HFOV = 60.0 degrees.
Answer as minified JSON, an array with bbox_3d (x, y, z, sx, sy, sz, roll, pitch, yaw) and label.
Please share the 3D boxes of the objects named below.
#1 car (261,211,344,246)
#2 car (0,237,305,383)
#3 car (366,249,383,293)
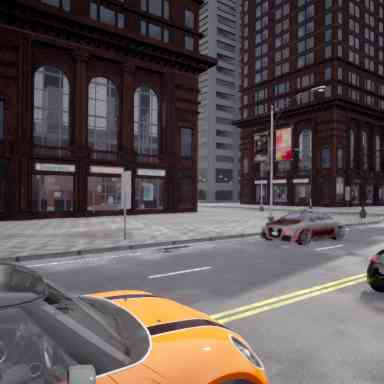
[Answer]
[{"bbox_3d":[5.157,1.584,15.363,4.181,1.385,1.994,0,0,-36],"label":"car"},{"bbox_3d":[-1.525,1.352,2.351,4.553,1.767,2.097,0,0,-36],"label":"car"},{"bbox_3d":[5.903,1.576,7.670,4.181,1.385,1.994,0,0,-35],"label":"car"}]
